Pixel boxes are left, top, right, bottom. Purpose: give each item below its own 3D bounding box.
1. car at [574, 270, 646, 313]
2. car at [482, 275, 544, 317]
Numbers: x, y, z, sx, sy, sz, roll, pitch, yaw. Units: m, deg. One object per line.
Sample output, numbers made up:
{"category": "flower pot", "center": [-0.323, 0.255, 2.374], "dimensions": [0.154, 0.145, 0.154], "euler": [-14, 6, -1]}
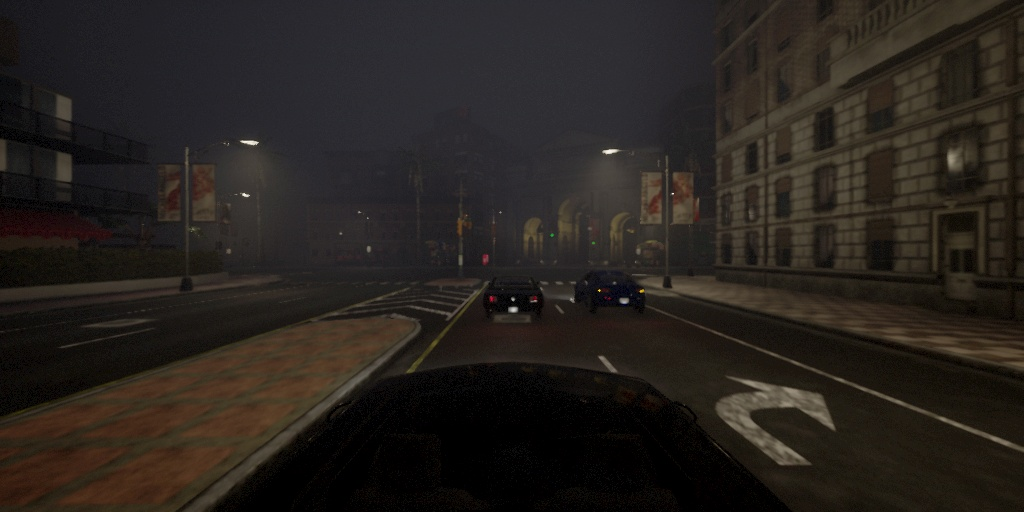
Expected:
{"category": "car", "center": [3.564, 1.236, 13.634], "dimensions": [1.812, 1.442, 4.674], "euler": [0, 0, 0]}
{"category": "car", "center": [0.059, 1.314, 12.956], "dimensions": [1.895, 1.301, 4.718], "euler": [0, 0, 0]}
